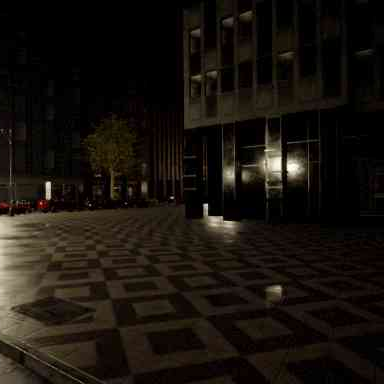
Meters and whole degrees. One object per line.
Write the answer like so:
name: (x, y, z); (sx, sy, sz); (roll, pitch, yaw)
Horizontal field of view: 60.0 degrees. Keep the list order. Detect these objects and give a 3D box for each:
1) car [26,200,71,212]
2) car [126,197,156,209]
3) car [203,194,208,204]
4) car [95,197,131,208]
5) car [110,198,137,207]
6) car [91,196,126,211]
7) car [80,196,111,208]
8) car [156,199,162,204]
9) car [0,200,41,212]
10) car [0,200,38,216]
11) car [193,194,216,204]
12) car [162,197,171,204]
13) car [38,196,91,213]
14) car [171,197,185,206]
car: (-17.233, 1.639, 40.246); (1.895, 1.301, 4.718); (-1, 0, 35)
car: (-7.297, 1.510, 44.445); (1.947, 1.339, 4.313); (-1, 0, 35)
car: (2.339, 1.224, 58.349); (2.192, 1.841, 5.009); (-1, 0, 35)
car: (-11.480, 1.502, 48.519); (2.128, 1.511, 4.902); (-1, 0, 35)
car: (-11.087, 1.614, 53.941); (1.802, 1.307, 4.206); (-1, 0, 35)
car: (-10.510, 1.526, 39.812); (1.947, 1.339, 4.313); (-1, 0, 35)
car: (-14.302, 1.486, 49.306); (1.967, 1.590, 4.097); (-1, 0, 35)
car: (-7.971, 1.546, 58.435); (1.752, 1.417, 4.829); (-1, 0, 35)
car: (-20.726, 1.643, 40.037); (1.947, 1.339, 4.313); (-1, 0, 35)
car: (-16.935, 1.577, 30.543); (1.802, 1.307, 4.206); (-1, 0, 35)
car: (2.423, 1.285, 62.996); (2.097, 1.767, 4.553); (-1, 0, 35)
car: (-4.661, 1.576, 63.211); (1.947, 1.339, 4.313); (-1, 0, 35)
car: (-13.724, 1.291, 35.179); (2.192, 1.841, 5.009); (-1, 0, 35)
car: (-0.873, 1.464, 53.714); (1.887, 1.381, 4.507); (-1, 0, 35)
